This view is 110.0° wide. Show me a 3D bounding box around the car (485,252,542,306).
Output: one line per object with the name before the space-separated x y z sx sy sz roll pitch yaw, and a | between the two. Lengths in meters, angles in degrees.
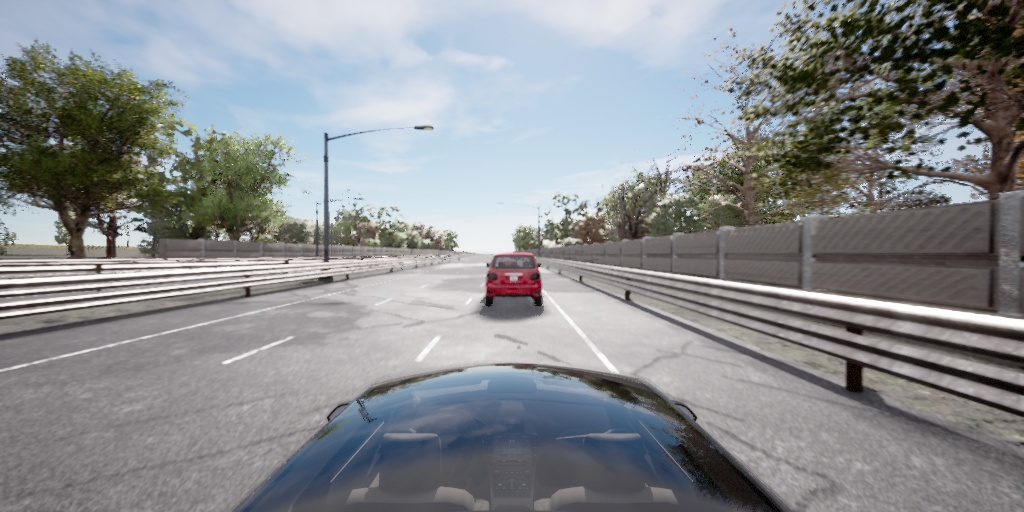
car | 0.048 0.865 15.242 2.150 2.045 5.566 0 0 0
